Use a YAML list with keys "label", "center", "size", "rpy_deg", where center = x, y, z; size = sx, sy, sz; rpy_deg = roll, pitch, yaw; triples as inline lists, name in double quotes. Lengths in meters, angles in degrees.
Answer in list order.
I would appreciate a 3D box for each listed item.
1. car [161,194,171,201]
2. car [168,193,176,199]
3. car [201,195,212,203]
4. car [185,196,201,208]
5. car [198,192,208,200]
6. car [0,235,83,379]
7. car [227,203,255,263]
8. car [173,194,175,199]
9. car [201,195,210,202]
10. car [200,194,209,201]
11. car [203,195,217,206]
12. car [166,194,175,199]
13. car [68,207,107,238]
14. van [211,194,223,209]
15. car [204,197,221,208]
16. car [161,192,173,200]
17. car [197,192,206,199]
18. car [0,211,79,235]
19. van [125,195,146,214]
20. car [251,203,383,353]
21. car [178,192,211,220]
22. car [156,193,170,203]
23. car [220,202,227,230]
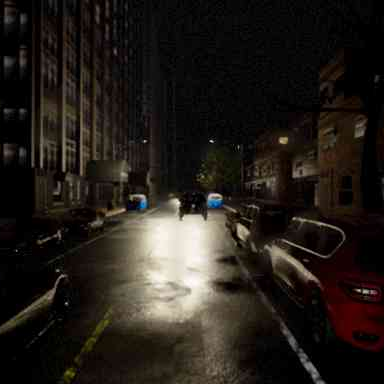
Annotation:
- label: "car"
  center: [-5.696, 1.196, 72.462]
  size: [1.752, 1.417, 4.829]
  rpy_deg: [1, 0, 0]
- label: "car"
  center: [-5.701, 1.071, 94.646]
  size: [1.752, 1.417, 4.829]
  rpy_deg: [1, 0, 0]
- label: "car"
  center: [2.687, 1.274, 61.545]
  size: [1.887, 1.381, 4.507]
  rpy_deg: [1, 0, 0]
- label: "car"
  center: [0.091, 1.360, 44.810]
  size: [2.033, 1.411, 5.357]
  rpy_deg: [0, 0, 0]
- label: "car"
  center: [2.684, 0.923, 83.727]
  size: [2.192, 1.841, 5.009]
  rpy_deg: [1, 0, 0]
- label: "car"
  center: [-3.098, 1.549, 4.175]
  size: [1.994, 1.385, 4.181]
  rpy_deg: [0, 0, 0]
- label: "car"
  center: [2.701, 1.273, 11.626]
  size: [2.192, 1.841, 5.009]
  rpy_deg: [1, 0, 0]
- label: "car"
  center: [-5.699, 1.135, 83.553]
  size: [1.752, 1.417, 4.829]
  rpy_deg: [1, 0, 0]
- label: "car"
  center: [2.685, 1.282, 67.090]
  size: [1.802, 1.307, 4.206]
  rpy_deg: [1, 0, 0]
- label: "car"
  center: [2.684, 1.194, 72.806]
  size: [1.752, 1.417, 4.829]
  rpy_deg: [1, 0, 0]
- label: "car"
  center: [2.691, 1.225, 50.451]
  size: [1.967, 1.590, 4.097]
  rpy_deg: [1, 0, 0]
- label: "car"
  center: [-5.701, 1.142, 89.271]
  size: [1.947, 1.339, 4.313]
  rpy_deg: [1, 0, 0]
- label: "car"
  center: [-5.683, 1.481, 17.170]
  size: [1.887, 1.381, 4.507]
  rpy_deg: [1, 0, 0]
- label: "van"
  center: [2.694, 1.180, 39.358]
  size: [1.690, 1.788, 3.998]
  rpy_deg: [1, 0, 0]
- label: "car"
  center: [2.690, 1.378, 44.905]
  size: [1.947, 1.339, 4.313]
  rpy_deg: [1, 0, 0]
- label: "car"
  center: [-5.692, 1.015, 67.085]
  size: [2.192, 1.841, 5.009]
  rpy_deg: [1, 0, 0]
- label: "car"
  center: [2.682, 0.860, 94.819]
  size: [2.192, 1.841, 5.009]
  rpy_deg: [1, 0, 0]
- label: "car"
  center: [-5.683, 1.540, 11.624]
  size: [1.802, 1.307, 4.206]
  rpy_deg: [1, 0, 0]
- label: "van"
  center: [-5.684, 1.205, 33.809]
  size: [1.690, 1.788, 3.998]
  rpy_deg: [1, 0, 0]
- label: "car"
  center: [2.702, 1.293, 6.077]
  size: [2.192, 1.841, 5.009]
  rpy_deg: [1, 0, 0]
- label: "car"
  center: [0.095, 1.113, 26.710]
  size: [2.150, 2.045, 5.566]
  rpy_deg: [0, 0, 0]
- label: "car"
  center: [-5.694, 1.311, 61.541]
  size: [1.802, 1.307, 4.206]
  rpy_deg: [1, 0, 0]
- label: "car"
  center: [2.697, 1.461, 17.343]
  size: [1.752, 1.417, 4.829]
  rpy_deg: [1, 0, 0]
